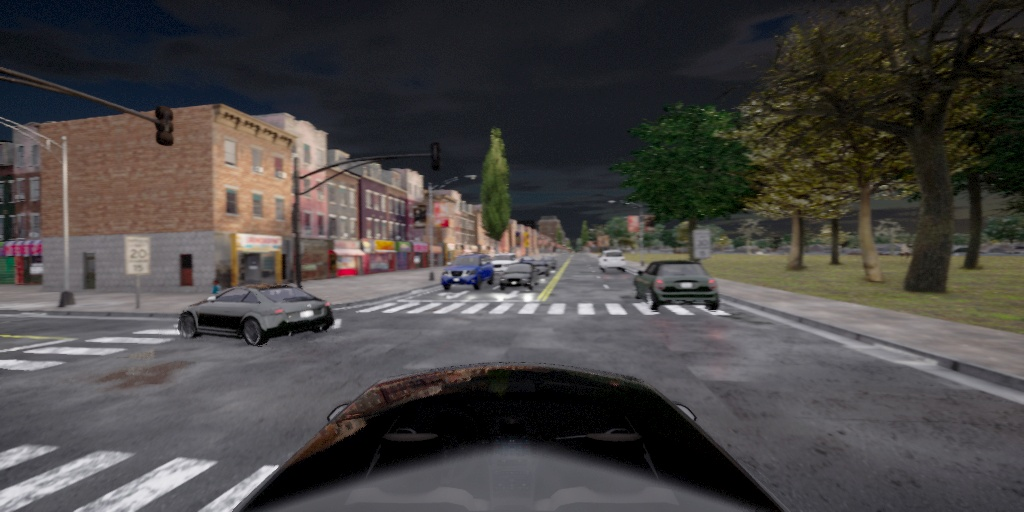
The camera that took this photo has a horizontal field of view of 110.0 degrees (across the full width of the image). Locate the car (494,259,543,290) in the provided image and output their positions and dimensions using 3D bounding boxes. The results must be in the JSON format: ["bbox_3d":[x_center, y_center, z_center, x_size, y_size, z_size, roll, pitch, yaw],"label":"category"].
[{"bbox_3d":[0.519,1.146,21.417,1.837,1.490,4.892,-1,1,10],"label":"car"}]

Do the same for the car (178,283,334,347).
[{"bbox_3d":[-6.924,1.457,9.725,4.181,1.385,1.994,-1,0,24],"label":"car"}]

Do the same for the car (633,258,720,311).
[{"bbox_3d":[5.901,0.931,13.456,2.097,1.767,4.553,-1,0,10],"label":"car"}]

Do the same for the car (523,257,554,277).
[{"bbox_3d":[2.271,1.055,31.203,1.994,1.385,4.181,-1,1,10],"label":"car"}]

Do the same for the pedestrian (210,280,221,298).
[{"bbox_3d":[-11.710,1.538,14.210,0.500,1.100,0.500,-1,-1,10],"label":"pedestrian"}]

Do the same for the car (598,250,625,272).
[{"bbox_3d":[9.787,0.479,35.310,2.150,2.045,5.566,-1,1,10],"label":"car"}]

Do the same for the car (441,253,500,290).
[{"bbox_3d":[-2.594,0.925,22.511,2.150,2.045,5.566,-1,0,10],"label":"car"}]

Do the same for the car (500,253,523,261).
[{"bbox_3d":[-0.719,0.760,32.997,2.150,2.045,5.566,-1,1,10],"label":"car"}]

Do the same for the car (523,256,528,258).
[{"bbox_3d":[1.998,0.799,48.110,1.812,1.442,4.674,-1,1,10],"label":"car"}]

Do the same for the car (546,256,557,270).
[{"bbox_3d":[4.133,0.802,41.435,2.128,1.511,4.902,-1,1,11],"label":"car"}]
